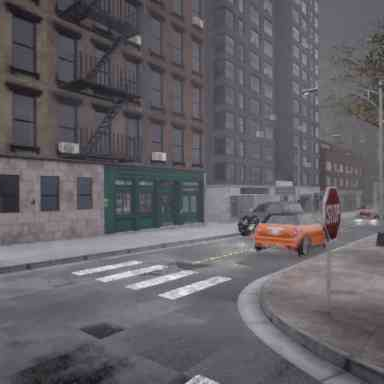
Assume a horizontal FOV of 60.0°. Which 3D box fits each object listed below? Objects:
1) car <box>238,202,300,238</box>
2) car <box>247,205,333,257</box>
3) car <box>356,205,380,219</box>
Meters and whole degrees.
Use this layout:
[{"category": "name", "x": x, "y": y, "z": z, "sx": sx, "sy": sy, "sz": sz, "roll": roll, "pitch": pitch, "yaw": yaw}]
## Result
[{"category": "car", "x": 4.916, "y": 1.628, "z": 19.871, "sx": 2.150, "sy": 2.045, "sz": 5.566, "roll": 0, "pitch": -2, "yaw": 39}, {"category": "car", "x": 4.610, "y": 1.649, "z": 14.740, "sx": 2.097, "sy": 1.767, "sz": 4.553, "roll": 0, "pitch": -1, "yaw": 39}, {"category": "car", "x": 21.594, "y": 2.372, "z": 40.621, "sx": 2.097, "sy": 1.767, "sz": 4.553, "roll": 0, "pitch": -1, "yaw": 39}]
